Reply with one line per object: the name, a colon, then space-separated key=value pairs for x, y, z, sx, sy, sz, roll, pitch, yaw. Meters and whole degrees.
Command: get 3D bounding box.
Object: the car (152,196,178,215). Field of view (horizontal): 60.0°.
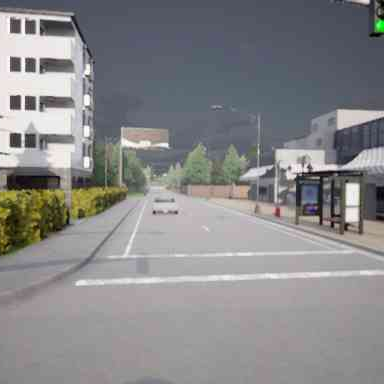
car: x=-2.093 y=1.007 z=25.412 sx=1.895 sy=1.301 sz=4.718 roll=0 pitch=1 yaw=-7
